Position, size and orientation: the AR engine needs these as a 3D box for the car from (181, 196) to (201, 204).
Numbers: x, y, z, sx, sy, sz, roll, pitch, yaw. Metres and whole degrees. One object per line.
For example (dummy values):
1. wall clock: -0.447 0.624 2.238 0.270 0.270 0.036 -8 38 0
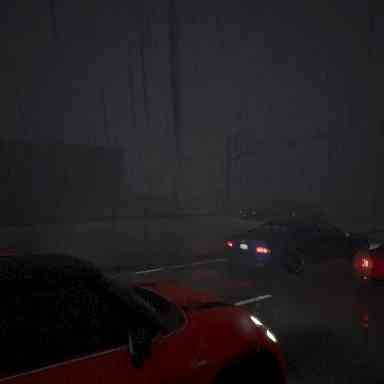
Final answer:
1. car: -0.218 1.564 67.418 1.994 1.385 4.181 0 0 -37

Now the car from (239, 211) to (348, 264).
1. car: 3.481 1.547 10.569 5.357 1.411 2.033 0 0 -35

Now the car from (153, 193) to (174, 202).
1. car: -6.493 1.225 76.104 2.150 2.045 5.566 0 0 -36

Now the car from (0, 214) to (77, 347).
1. car: -4.339 1.352 4.953 4.553 1.767 2.097 0 0 -35

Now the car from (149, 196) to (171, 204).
1. car: -6.182 1.505 63.688 1.837 1.490 4.892 0 0 -36

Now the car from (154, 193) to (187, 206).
1. car: -3.632 1.221 54.163 2.150 2.045 5.566 0 0 -35

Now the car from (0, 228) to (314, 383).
1. car: -1.281 1.352 2.833 4.553 1.767 2.097 0 0 -35

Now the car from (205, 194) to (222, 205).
1. car: 2.402 1.547 57.774 2.033 1.411 5.357 0 0 -36

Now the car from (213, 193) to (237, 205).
1. car: 5.658 1.222 59.262 2.150 2.045 5.566 0 0 -36

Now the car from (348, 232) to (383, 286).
1. car: 6.052 1.601 8.097 4.718 1.301 1.895 0 0 -35

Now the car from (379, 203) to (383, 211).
1. car: 24.301 1.601 39.707 4.718 1.301 1.895 0 0 -35

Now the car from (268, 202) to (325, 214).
1. car: 7.776 1.564 23.644 4.181 1.385 1.994 0 0 -35

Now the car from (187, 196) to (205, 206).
1. car: -0.599 1.547 55.947 2.033 1.411 5.357 0 0 -36

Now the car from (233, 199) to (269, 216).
1. car: 5.855 1.525 26.574 4.674 1.442 1.812 0 0 -35
